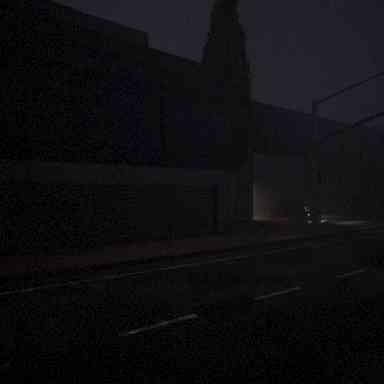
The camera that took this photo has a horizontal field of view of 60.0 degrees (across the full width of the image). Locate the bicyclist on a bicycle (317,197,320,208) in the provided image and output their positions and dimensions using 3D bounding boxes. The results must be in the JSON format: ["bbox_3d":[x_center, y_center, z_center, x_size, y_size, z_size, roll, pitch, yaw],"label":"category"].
[{"bbox_3d":[16.181,1.303,43.227,1.656,1.620,0.582,0,0,-37],"label":"bicyclist on a bicycle"}]

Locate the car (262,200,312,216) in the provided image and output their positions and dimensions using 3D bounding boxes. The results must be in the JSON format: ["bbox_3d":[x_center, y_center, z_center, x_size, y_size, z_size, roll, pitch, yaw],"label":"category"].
[{"bbox_3d":[9.387,1.526,33.132,1.812,1.442,4.674,0,0,-37],"label":"car"}]

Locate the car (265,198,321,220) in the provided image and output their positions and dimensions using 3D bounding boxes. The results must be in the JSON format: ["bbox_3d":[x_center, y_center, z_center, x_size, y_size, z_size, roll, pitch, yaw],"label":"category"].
[{"bbox_3d":[8.622,1.352,28.306,2.097,1.767,4.553,0,0,-37],"label":"car"}]
